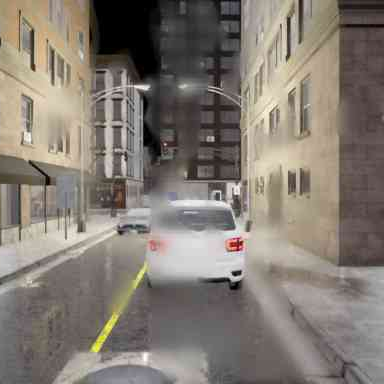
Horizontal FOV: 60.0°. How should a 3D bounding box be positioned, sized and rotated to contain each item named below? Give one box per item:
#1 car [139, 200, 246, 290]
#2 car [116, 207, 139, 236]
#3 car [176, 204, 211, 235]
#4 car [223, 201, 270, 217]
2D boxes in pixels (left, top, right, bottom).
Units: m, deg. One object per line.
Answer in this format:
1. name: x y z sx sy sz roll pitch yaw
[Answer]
1. car: 0.090 1.221 9.215 2.150 2.045 5.566 0 0 0
2. car: -2.778 1.548 18.608 2.033 1.411 5.357 0 0 0
3. car: 0.060 1.526 19.538 1.812 1.442 4.674 0 0 0
4. car: 5.093 1.578 31.645 4.181 1.385 1.994 0 0 0
